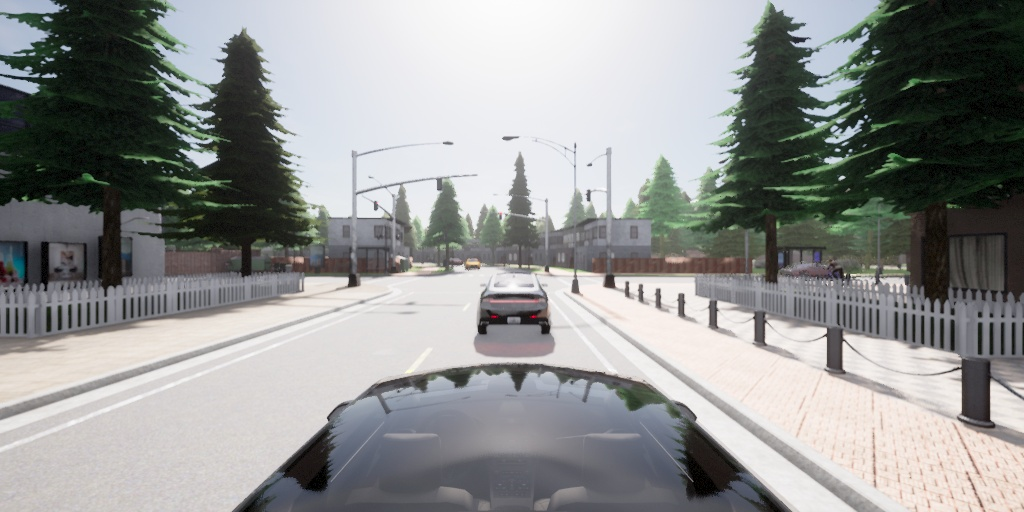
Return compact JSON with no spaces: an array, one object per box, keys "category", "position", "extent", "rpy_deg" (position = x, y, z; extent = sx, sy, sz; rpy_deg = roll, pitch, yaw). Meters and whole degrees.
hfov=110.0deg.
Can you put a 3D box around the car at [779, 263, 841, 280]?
[{"category":"car","position":[24.531,1.266,29.519],"extent":[4.181,1.385,1.994],"rpy_deg":[0,0,2]}]

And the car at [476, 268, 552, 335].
[{"category":"car","position":[0.057,1.231,10.486],"extent":[2.128,1.511,4.902],"rpy_deg":[0,0,0]}]

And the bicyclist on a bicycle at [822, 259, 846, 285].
[{"category":"bicyclist on a bicycle","position":[19.888,1.011,22.170],"extent":[0.582,1.620,1.656],"rpy_deg":[0,0,2]}]

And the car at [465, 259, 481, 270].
[{"category":"car","position":[-5.421,1.137,49.576],"extent":[1.882,1.535,5.008],"rpy_deg":[0,0,-10]}]
